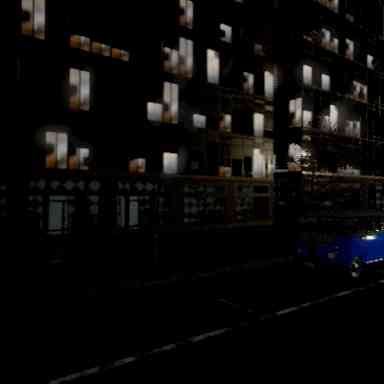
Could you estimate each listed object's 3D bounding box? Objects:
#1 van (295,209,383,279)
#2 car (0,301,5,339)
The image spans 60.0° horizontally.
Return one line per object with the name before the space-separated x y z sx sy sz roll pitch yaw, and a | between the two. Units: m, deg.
van | 4.819 1.420 10.008 3.998 1.788 1.690 1 0 -36
car | -4.443 1.540 3.386 4.403 1.369 2.008 1 0 -36
